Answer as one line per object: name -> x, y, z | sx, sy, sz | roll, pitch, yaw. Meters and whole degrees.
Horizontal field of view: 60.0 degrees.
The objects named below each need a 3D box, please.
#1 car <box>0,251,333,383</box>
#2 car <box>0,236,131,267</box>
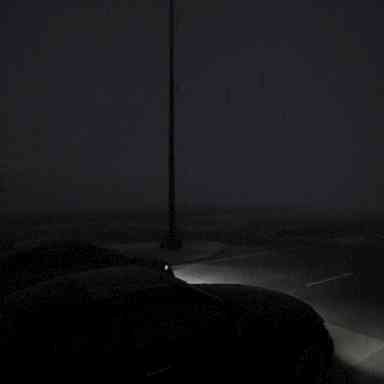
car -> -0.525, 1.525, 3.371 | 4.674, 1.442, 1.812 | 0, 0, -35
car -> -2.398, 1.563, 6.334 | 4.181, 1.385, 1.994 | 0, 0, -35
